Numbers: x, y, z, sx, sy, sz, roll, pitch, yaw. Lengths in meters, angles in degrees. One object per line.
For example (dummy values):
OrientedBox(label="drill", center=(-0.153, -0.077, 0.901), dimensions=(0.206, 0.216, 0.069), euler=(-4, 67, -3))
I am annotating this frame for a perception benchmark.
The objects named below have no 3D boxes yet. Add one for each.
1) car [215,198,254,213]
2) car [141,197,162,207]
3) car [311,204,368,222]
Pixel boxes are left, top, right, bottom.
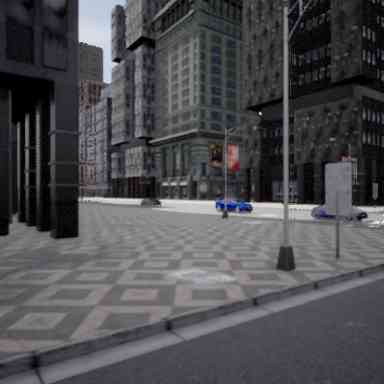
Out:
OrientedBox(label="car", center=(4.581, 1.462, 36.601), dimensions=(1.882, 1.535, 5.008), euler=(0, 0, -35))
OrientedBox(label="car", center=(-6.430, 1.552, 52.260), dimensions=(1.994, 1.385, 4.181), euler=(0, 0, -35))
OrientedBox(label="car", center=(11.700, 1.553, 26.551), dimensions=(1.994, 1.385, 4.181), euler=(0, 0, -35))
